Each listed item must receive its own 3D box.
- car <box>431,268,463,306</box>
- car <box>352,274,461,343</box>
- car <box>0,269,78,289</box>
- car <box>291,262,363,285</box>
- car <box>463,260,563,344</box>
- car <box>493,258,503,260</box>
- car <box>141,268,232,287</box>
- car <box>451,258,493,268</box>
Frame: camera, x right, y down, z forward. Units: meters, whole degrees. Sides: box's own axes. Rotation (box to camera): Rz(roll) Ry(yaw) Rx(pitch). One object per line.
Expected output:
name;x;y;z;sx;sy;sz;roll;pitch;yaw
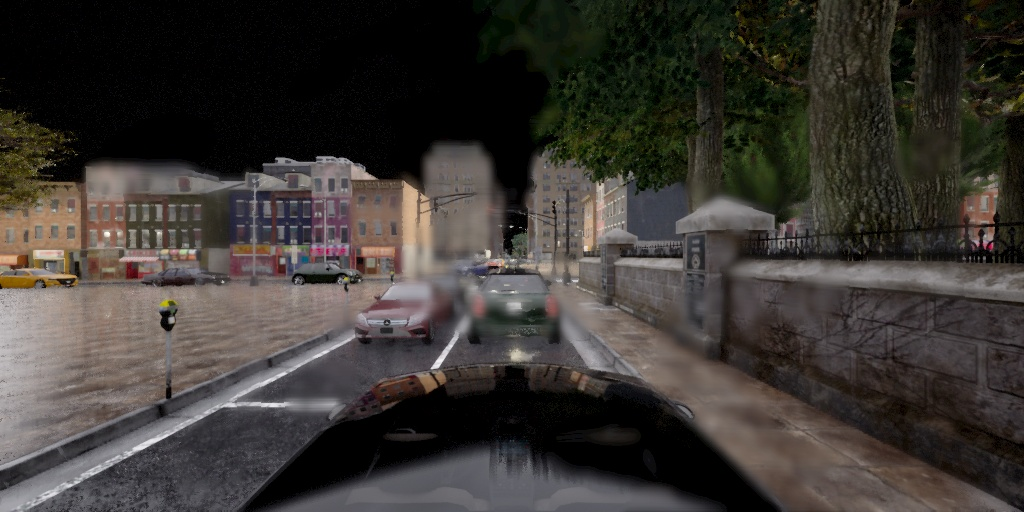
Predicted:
car;-2.638;1.315;13.299;1.948;1.339;4.313;0;0;0
car;-2.638;1.331;9.637;1.802;1.307;4.207;0;0;0
car;-34.857;1.661;26.141;5.008;1.535;1.882;-1;0;0
car;-13.391;1.230;26.207;4.553;1.767;2.097;-1;0;0
car;0.073;1.101;9.752;2.097;1.767;4.553;0;0;0
car;-2.292;1.091;46.212;2.097;1.767;4.553;0;0;0
car;-23.692;1.555;26.166;5.357;1.411;2.033;-1;0;0
car;-3.853;1.112;32.172;2.097;1.767;4.553;-1;1;22
